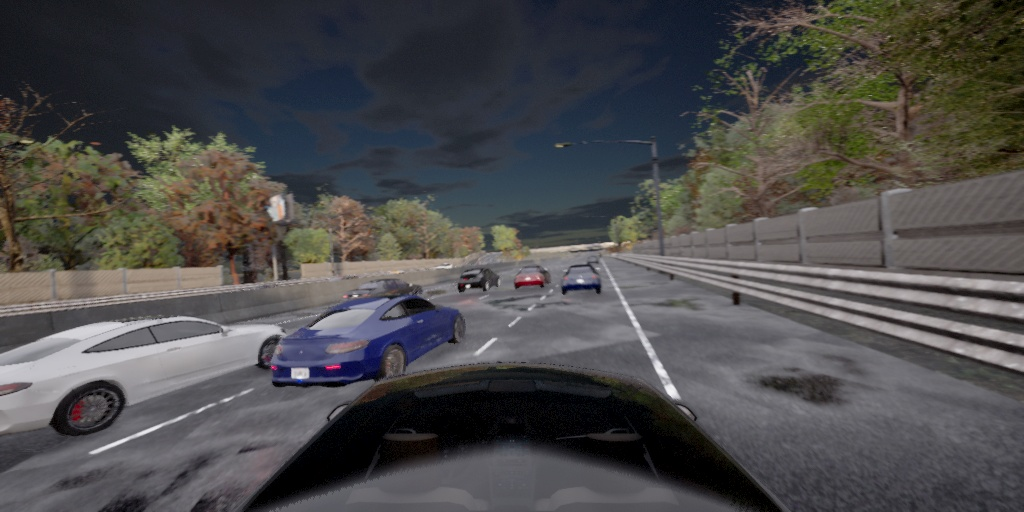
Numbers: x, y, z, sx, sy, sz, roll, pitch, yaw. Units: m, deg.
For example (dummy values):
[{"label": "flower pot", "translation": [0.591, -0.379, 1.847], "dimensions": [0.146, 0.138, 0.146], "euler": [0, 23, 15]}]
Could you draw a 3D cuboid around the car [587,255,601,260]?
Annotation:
[{"label": "car", "translation": [13.623, 0.682, 60.525], "dimensions": [1.994, 1.385, 4.181], "euler": [-4, 0, 13]}]

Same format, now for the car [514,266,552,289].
[{"label": "car", "translation": [1.436, 1.347, 24.083], "dimensions": [1.994, 1.385, 4.181], "euler": [-4, 0, 13]}]

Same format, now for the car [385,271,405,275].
[{"label": "car", "translation": [-13.017, 2.473, 39.518], "dimensions": [1.882, 1.535, 5.008], "euler": [-4, 0, 14]}]

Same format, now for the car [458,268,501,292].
[{"label": "car", "translation": [-2.136, 1.562, 24.181], "dimensions": [1.837, 1.490, 4.892], "euler": [-4, 0, 13]}]

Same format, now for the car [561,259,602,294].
[{"label": "car", "translation": [3.715, 1.139, 19.047], "dimensions": [1.994, 1.385, 4.181], "euler": [-4, 0, 13]}]

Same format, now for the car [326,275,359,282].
[{"label": "car", "translation": [-17.407, 2.787, 36.181], "dimensions": [1.882, 1.535, 5.008], "euler": [-4, 0, 14]}]

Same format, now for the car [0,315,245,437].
[{"label": "car", "translation": [-6.377, 1.793, 6.419], "dimensions": [1.812, 1.442, 4.674], "euler": [-4, 0, 13]}]

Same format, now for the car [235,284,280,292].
[{"label": "car", "translation": [-24.743, 3.469, 35.481], "dimensions": [1.895, 1.301, 4.718], "euler": [-4, 0, 14]}]

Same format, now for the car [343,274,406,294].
[{"label": "car", "translation": [-6.844, 1.935, 19.488], "dimensions": [2.033, 1.411, 5.357], "euler": [-4, 0, 13]}]

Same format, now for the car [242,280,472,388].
[{"label": "car", "translation": [-2.546, 1.505, 7.435], "dimensions": [1.812, 1.442, 4.674], "euler": [-4, 0, 13]}]
